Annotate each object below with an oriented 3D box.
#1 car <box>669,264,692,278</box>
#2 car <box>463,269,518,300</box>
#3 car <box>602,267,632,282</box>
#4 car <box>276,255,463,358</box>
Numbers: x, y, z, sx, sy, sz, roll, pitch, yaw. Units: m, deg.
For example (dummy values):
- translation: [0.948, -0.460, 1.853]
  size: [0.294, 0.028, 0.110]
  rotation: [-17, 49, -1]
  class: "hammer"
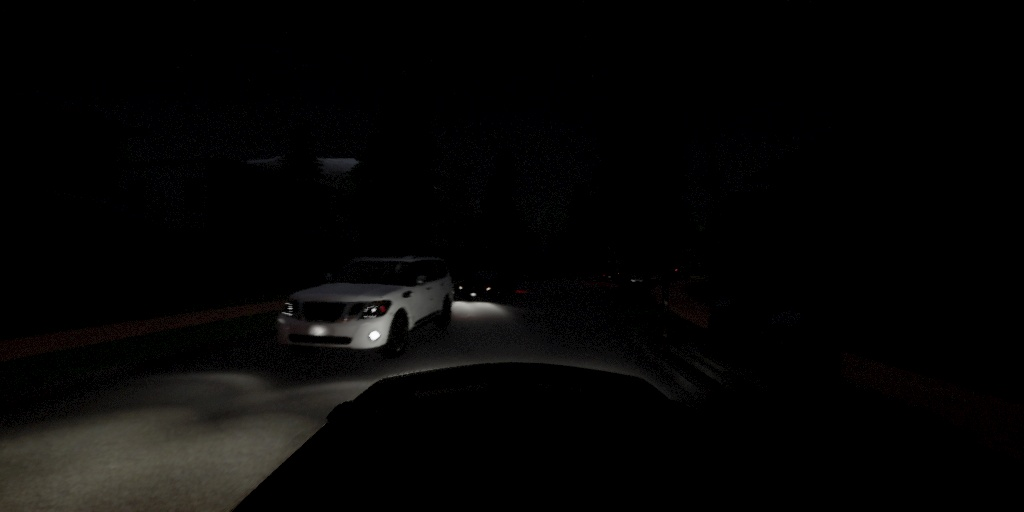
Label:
- translation: [22.048, 1.907, 47.666]
  size: [4.553, 1.767, 2.097]
  rotation: [2, -1, -40]
  class: "car"
- translation: [-1.079, 1.431, 19.160]
  size: [2.033, 1.411, 5.357]
  rotation: [1, -1, 16]
  class: "car"
- translation: [10.199, 1.753, 34.827]
  size: [1.812, 1.442, 4.674]
  rotation: [1, -1, 33]
  class: "car"
- translation: [-3.047, 0.979, 8.958]
  size: [2.150, 2.045, 5.566]
  rotation: [1, -1, 6]
  class: "car"
